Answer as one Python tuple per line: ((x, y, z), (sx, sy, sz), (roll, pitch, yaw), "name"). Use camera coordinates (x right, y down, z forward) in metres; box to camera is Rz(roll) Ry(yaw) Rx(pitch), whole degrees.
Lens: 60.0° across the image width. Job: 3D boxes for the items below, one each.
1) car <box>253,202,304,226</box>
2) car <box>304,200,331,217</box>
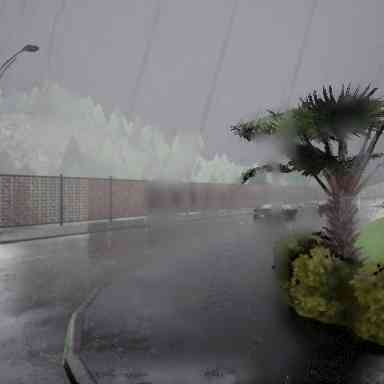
((6.143, 1.477, 23.835), (1.882, 1.535, 5.008), (0, 0, 36), "car")
((11.938, 1.491, 31.903), (2.128, 1.511, 4.902), (0, 0, 35), "car")
